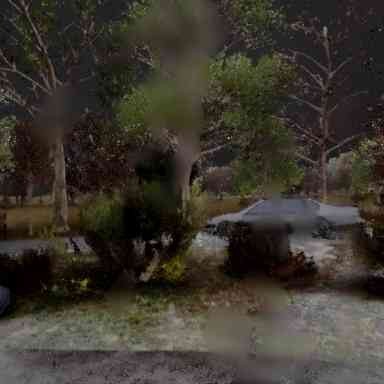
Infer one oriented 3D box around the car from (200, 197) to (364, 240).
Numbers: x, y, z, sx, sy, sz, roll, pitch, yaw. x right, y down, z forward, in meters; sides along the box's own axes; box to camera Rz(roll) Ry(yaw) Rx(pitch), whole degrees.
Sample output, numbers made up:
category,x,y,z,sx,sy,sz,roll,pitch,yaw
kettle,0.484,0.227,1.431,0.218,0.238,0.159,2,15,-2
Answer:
category,x,y,z,sx,sy,sz,roll,pitch,yaw
car,3.006,0.882,11.702,5.357,1.411,2.033,-4,-1,17
